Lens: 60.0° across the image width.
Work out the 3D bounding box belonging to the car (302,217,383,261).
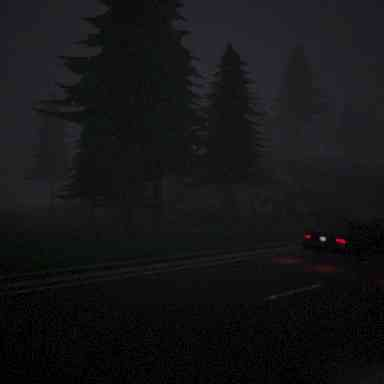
[{"bbox_3d":[6.522,1.679,12.811,5.357,1.411,2.033,1,0,-35],"label":"car"}]
